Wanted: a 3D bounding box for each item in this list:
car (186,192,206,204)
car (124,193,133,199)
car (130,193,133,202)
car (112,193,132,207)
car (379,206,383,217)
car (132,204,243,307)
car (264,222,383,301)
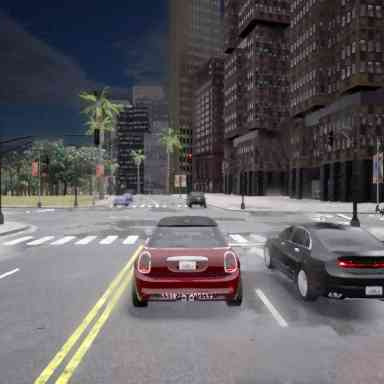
[{"bbox_3d":[0.515,1.000,44.518,2.150,2.045,5.566,0,1,-7],"label":"car"},{"bbox_3d":[-14.584,0.914,76.323,1.994,1.385,4.181,0,1,-11],"label":"car"},{"bbox_3d":[-11.815,1.042,60.873,1.882,1.535,5.008,0,1,-9],"label":"car"},{"bbox_3d":[-9.624,1.284,45.326,1.812,1.442,4.674,0,1,-7],"label":"car"},{"bbox_3d":[17.738,1.293,26.778,4.553,1.767,2.097,0,0,13],"label":"car"},{"bbox_3d":[-0.131,1.351,8.146,2.097,1.767,4.553,0,0,-1],"label":"car"},{"bbox_3d":[3.159,1.503,8.303,1.837,1.490,4.892,0,0,-1],"label":"car"}]
